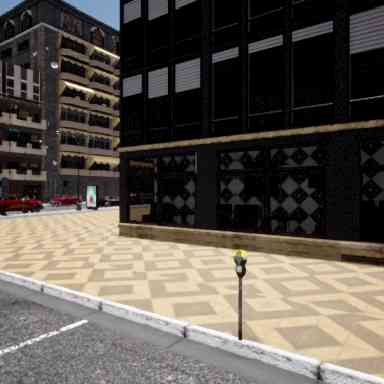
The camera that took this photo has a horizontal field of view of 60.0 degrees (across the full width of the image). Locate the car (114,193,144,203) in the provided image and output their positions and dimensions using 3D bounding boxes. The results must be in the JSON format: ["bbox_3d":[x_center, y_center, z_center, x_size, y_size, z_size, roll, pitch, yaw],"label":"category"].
[{"bbox_3d":[-9.718,0.834,51.698,2.008,1.369,4.403,2,2,35],"label":"car"}]

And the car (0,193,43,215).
[{"bbox_3d":[-15.571,1.029,28.771,2.192,1.841,5.009,1,2,35],"label":"car"}]

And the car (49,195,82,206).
[{"bbox_3d":[-16.091,1.075,42.621,1.802,1.307,4.206,1,2,35],"label":"car"}]

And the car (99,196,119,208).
[{"bbox_3d":[-9.197,1.073,37.857,1.947,1.339,4.313,1,2,35],"label":"car"}]
